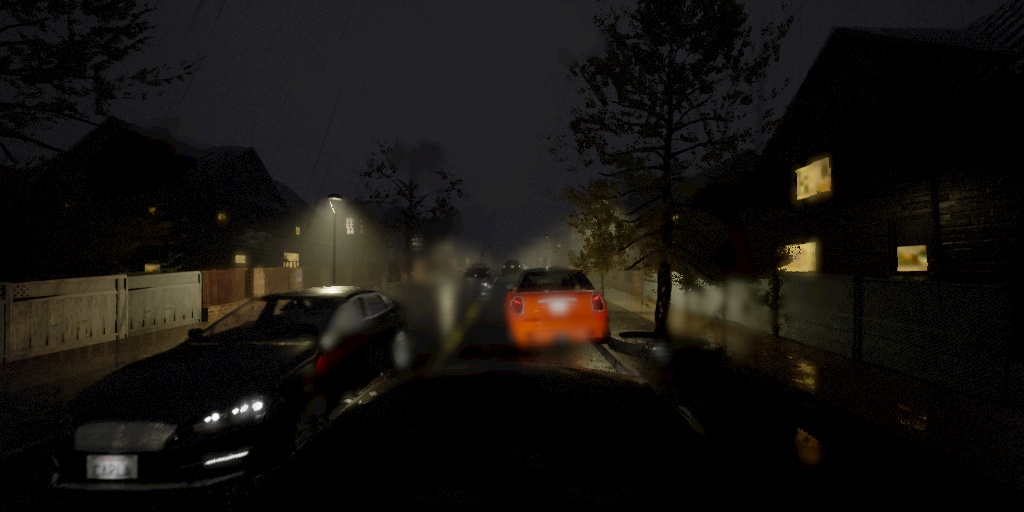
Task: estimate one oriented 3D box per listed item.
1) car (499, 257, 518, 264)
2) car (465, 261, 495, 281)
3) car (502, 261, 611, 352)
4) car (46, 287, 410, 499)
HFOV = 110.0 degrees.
[{"bbox_3d":[0.041,1.164,37.951,2.097,1.767,4.553,0,0,0],"label":"car"},{"bbox_3d":[-2.779,1.358,30.224,1.994,1.385,4.181,0,0,0],"label":"car"},{"bbox_3d":[0.916,1.060,9.121,2.097,1.767,4.553,-3,-1,0],"label":"car"},{"bbox_3d":[-2.852,1.245,5.009,2.128,1.511,4.902,0,0,0],"label":"car"}]
